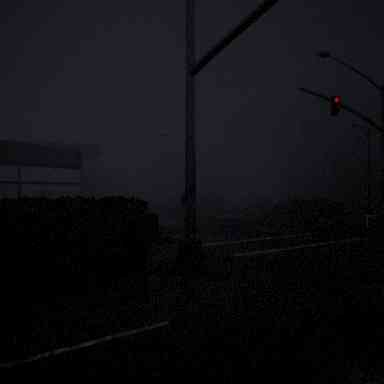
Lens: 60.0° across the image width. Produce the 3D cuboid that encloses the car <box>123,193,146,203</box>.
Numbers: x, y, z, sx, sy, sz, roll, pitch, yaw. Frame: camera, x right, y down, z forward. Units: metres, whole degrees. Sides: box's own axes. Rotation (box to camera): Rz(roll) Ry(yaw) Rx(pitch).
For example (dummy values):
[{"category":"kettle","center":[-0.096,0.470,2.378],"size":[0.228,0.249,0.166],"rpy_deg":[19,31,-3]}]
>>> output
[{"category":"car","center":[-10.961,1.077,63.595],"size":[3.866,1.878,1.905],"rpy_deg":[0,0,-35]}]

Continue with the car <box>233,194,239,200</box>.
[{"category":"car","center":[9.441,1.232,77.918],"size":[3.806,1.475,1.970],"rpy_deg":[0,0,-35]}]

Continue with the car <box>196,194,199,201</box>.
[{"category":"car","center":[1.567,1.298,76.863],"size":[4.514,1.523,2.007],"rpy_deg":[0,0,-35]}]

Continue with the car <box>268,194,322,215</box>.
[{"category":"car","center":[10.184,1.330,32.521],"size":[5.027,1.636,2.152],"rpy_deg":[0,0,-35]}]

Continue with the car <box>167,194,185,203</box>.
[{"category":"car","center":[-2.634,1.097,65.428],"size":[4.605,1.855,1.932],"rpy_deg":[0,0,-35]}]

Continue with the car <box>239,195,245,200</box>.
[{"category":"car","center":[13.395,1.154,72.853],"size":[5.027,1.636,2.152],"rpy_deg":[0,0,-35]}]

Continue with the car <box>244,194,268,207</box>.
[{"category":"car","center":[9.654,1.320,46.625],"size":[3.633,1.501,1.845],"rpy_deg":[0,0,-35]}]

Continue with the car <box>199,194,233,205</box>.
[{"category":"car","center":[3.944,1.298,54.826],"size":[4.514,1.523,2.007],"rpy_deg":[0,0,-35]}]

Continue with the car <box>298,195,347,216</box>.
[{"category":"car","center":[12.030,1.340,29.984],"size":[4.514,1.523,2.007],"rpy_deg":[0,0,-35]}]

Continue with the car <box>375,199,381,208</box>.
[{"category":"car","center":[25.542,1.384,43.130],"size":[3.806,1.475,1.970],"rpy_deg":[0,0,-35]}]

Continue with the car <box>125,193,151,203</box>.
[{"category":"car","center":[-9.550,1.361,60.523],"size":[3.806,1.475,1.970],"rpy_deg":[0,0,-35]}]
